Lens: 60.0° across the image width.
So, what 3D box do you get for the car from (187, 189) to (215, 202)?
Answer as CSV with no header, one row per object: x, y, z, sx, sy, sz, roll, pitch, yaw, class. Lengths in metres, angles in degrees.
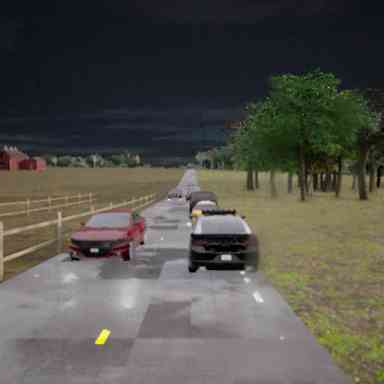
0.867,0.901,26.577,2.150,2.045,5.566,0,1,0,car

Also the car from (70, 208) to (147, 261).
-2.830,1.400,12.158,1.882,1.535,5.008,0,1,0,car

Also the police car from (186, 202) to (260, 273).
0.842,1.363,10.668,1.930,1.638,5.238,0,1,0,police car

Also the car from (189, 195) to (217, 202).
0.858,1.252,20.745,1.801,1.575,5.366,0,1,0,car

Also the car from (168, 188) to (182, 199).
-2.744,0.164,54.455,2.097,1.767,4.553,0,2,0,car

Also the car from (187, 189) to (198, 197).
0.097,0.130,61.167,1.895,1.301,4.718,0,3,0,car
